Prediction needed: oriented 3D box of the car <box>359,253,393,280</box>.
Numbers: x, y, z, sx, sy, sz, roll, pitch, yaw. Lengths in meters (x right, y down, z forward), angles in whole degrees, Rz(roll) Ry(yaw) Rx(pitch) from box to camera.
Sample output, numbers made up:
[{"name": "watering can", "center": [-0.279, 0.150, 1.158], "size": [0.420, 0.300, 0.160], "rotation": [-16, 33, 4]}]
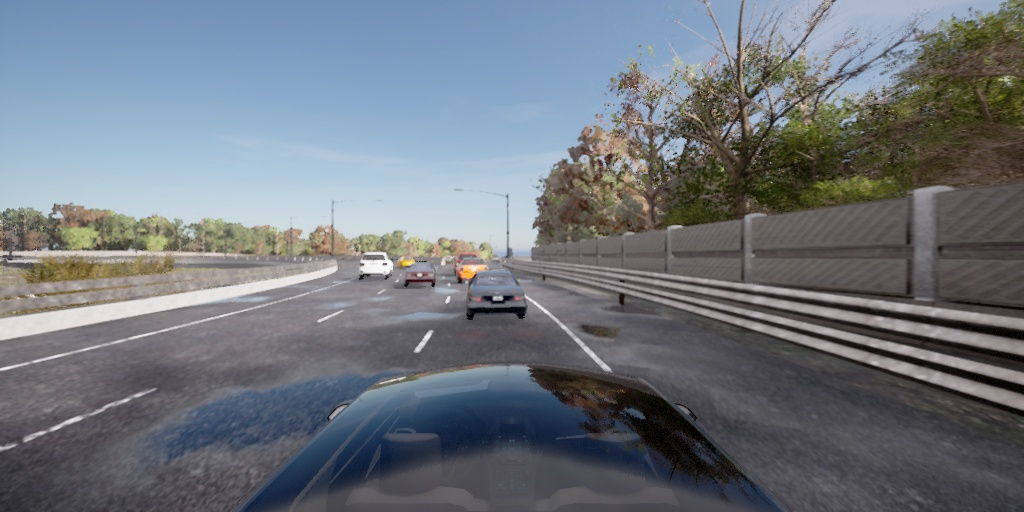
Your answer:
[{"name": "car", "center": [-10.825, 0.750, 28.743], "size": [2.150, 2.045, 5.566], "rotation": [0, 1, -15]}]

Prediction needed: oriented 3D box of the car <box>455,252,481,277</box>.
[{"name": "car", "center": [-4.199, 0.694, 33.398], "size": [2.150, 2.045, 5.566], "rotation": [0, 1, -9]}]

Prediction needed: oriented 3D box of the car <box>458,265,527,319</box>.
[{"name": "car", "center": [-0.646, 1.200, 12.439], "size": [2.033, 1.411, 5.357], "rotation": [0, 1, -6]}]

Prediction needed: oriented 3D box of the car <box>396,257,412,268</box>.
[{"name": "car", "center": [-14.191, 0.840, 47.749], "size": [1.882, 1.535, 5.008], "rotation": [0, 1, -25]}]

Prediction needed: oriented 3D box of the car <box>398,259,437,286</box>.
[{"name": "car", "center": [-5.830, 1.116, 23.067], "size": [2.033, 1.411, 5.357], "rotation": [0, 1, -12]}]

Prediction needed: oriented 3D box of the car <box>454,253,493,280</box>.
[{"name": "car", "center": [-2.820, 0.893, 25.285], "size": [2.097, 1.767, 4.553], "rotation": [0, 1, -10]}]
